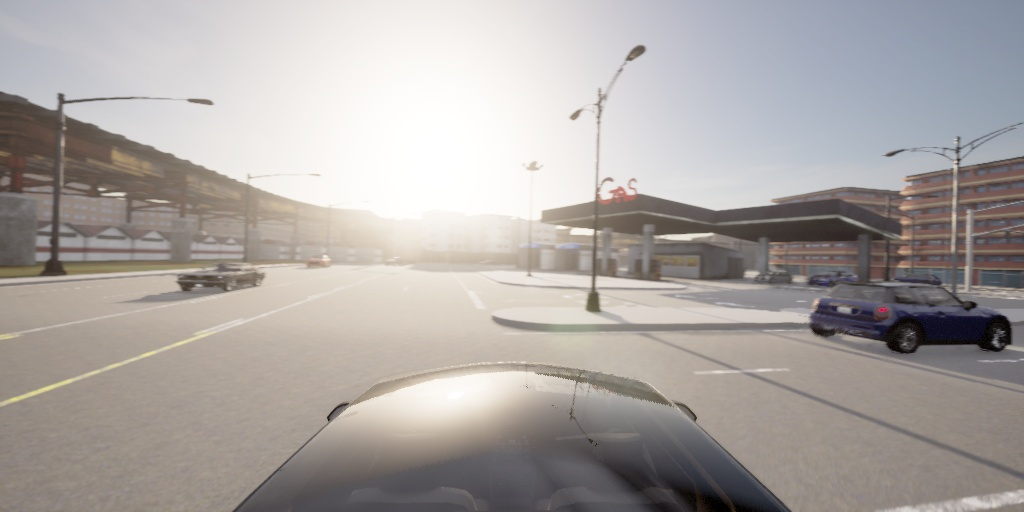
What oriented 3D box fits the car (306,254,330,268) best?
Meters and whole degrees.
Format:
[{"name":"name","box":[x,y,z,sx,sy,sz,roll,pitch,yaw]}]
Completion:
[{"name":"car","box":[-24.807,0.570,45.974,2.097,1.767,4.553,2,0,-17]}]

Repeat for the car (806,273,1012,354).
[{"name":"car","box":[10.774,1.504,9.808,4.553,1.767,2.097,2,0,-11]}]

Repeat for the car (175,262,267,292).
[{"name":"car","box":[-14.211,0.989,17.847,1.895,1.301,4.718,2,0,-14]}]
